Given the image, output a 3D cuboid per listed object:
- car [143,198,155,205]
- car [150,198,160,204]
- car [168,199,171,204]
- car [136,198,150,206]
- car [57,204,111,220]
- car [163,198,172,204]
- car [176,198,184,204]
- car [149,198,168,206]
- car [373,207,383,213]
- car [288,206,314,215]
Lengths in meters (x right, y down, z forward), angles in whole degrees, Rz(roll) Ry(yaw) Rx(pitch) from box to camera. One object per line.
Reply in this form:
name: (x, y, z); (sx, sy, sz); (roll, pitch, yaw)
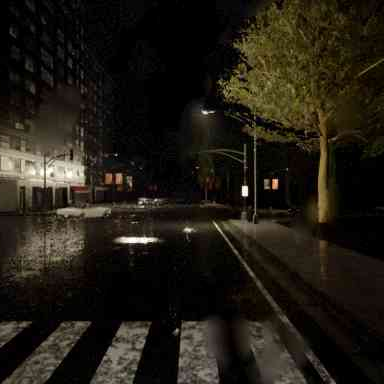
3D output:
car: (-9.551, 2.110, 74.890); (2.033, 1.411, 5.357); (0, -1, 0)
car: (-9.522, 2.267, 85.433); (2.033, 1.411, 5.357); (0, -1, 0)
car: (-6.302, 2.039, 74.277); (1.882, 1.535, 5.008); (0, -1, 0)
car: (-9.616, 1.922, 64.593); (2.128, 1.511, 4.902); (0, -1, 1)
car: (-9.194, 1.680, 28.880); (1.895, 1.301, 4.718); (1, 0, 27)
car: (-6.274, 2.310, 84.601); (1.895, 1.301, 4.718); (0, -1, 0)
car: (-3.026, 2.243, 83.773); (2.033, 1.411, 5.357); (0, -1, 0)
car: (-6.367, 1.975, 64.327); (2.033, 1.411, 5.357); (0, -1, 1)
car: (42.461, 4.000, 74.943); (5.357, 1.411, 2.033); (4, -3, -45)
car: (15.918, 2.612, 48.311); (4.718, 1.301, 1.895); (3, -2, -45)
